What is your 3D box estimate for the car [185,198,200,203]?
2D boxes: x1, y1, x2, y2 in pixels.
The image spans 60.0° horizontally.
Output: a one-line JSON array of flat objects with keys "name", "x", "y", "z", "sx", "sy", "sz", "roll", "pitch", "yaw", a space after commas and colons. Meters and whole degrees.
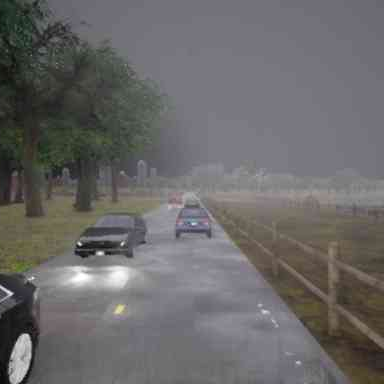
[{"name": "car", "x": 0.043, "y": 1.465, "z": 44.173, "sx": 1.994, "sy": 1.385, "sz": 4.181, "roll": 0, "pitch": 0, "yaw": 0}]

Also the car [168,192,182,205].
[{"name": "car", "x": -2.869, "y": 1.076, "z": 56.952, "sx": 2.150, "sy": 2.045, "sz": 5.566, "roll": 0, "pitch": 0, "yaw": 1}]

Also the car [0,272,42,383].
[{"name": "car", "x": -2.850, "y": 1.504, "z": 2.408, "sx": 1.837, "sy": 1.490, "sz": 4.892, "roll": 0, "pitch": 0, "yaw": 0}]

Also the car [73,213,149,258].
[{"name": "car", "x": -2.857, "y": 1.528, "z": 13.030, "sx": 2.033, "sy": 1.411, "sz": 5.357, "roll": 0, "pitch": 0, "yaw": 0}]

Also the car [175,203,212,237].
[{"name": "car", "x": 0.075, "y": 1.515, "z": 17.863, "sx": 2.033, "sy": 1.411, "sz": 5.357, "roll": 0, "pitch": 0, "yaw": 0}]
